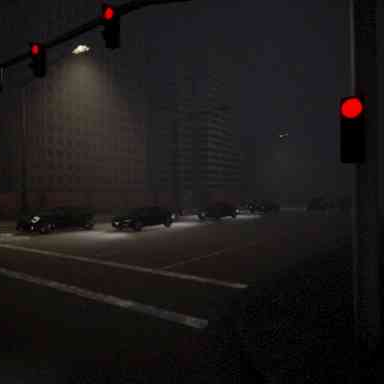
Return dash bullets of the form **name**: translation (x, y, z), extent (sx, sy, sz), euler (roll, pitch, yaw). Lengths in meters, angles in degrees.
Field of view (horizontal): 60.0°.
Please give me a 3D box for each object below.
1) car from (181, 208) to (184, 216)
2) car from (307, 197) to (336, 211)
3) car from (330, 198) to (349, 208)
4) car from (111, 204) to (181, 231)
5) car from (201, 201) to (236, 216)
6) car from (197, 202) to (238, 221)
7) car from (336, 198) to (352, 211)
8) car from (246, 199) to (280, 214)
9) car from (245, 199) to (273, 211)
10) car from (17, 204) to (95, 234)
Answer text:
- **car**: translation (-2.857, 1.763, 28.495), extent (2.033, 1.411, 5.357), euler (-1, 0, 36)
- **car**: translation (16.519, 1.478, 42.891), extent (2.097, 1.767, 4.553), euler (-1, 0, 36)
- **car**: translation (23.112, 1.649, 51.947), extent (1.812, 1.442, 4.674), euler (-1, 0, 36)
- **car**: translation (-3.149, 1.681, 22.140), extent (1.837, 1.490, 4.892), euler (-1, 0, 36)
- **car**: translation (2.959, 1.777, 36.476), extent (1.994, 1.385, 4.181), euler (-1, 0, 36)
- **car**: translation (2.368, 1.665, 29.724), extent (2.128, 1.511, 4.902), euler (-1, 0, 36)
- **car**: translation (19.901, 1.577, 41.586), extent (2.128, 1.511, 4.902), euler (-1, 0, 36)
- **car**: translation (8.305, 1.772, 37.863), extent (1.895, 1.301, 4.718), euler (-1, 0, 36)
- **car**: translation (9.097, 1.715, 44.855), extent (1.837, 1.490, 4.892), euler (-1, 0, 37)
- **car**: translation (-8.415, 1.570, 20.823), extent (2.097, 1.767, 4.553), euler (-1, 0, 36)
